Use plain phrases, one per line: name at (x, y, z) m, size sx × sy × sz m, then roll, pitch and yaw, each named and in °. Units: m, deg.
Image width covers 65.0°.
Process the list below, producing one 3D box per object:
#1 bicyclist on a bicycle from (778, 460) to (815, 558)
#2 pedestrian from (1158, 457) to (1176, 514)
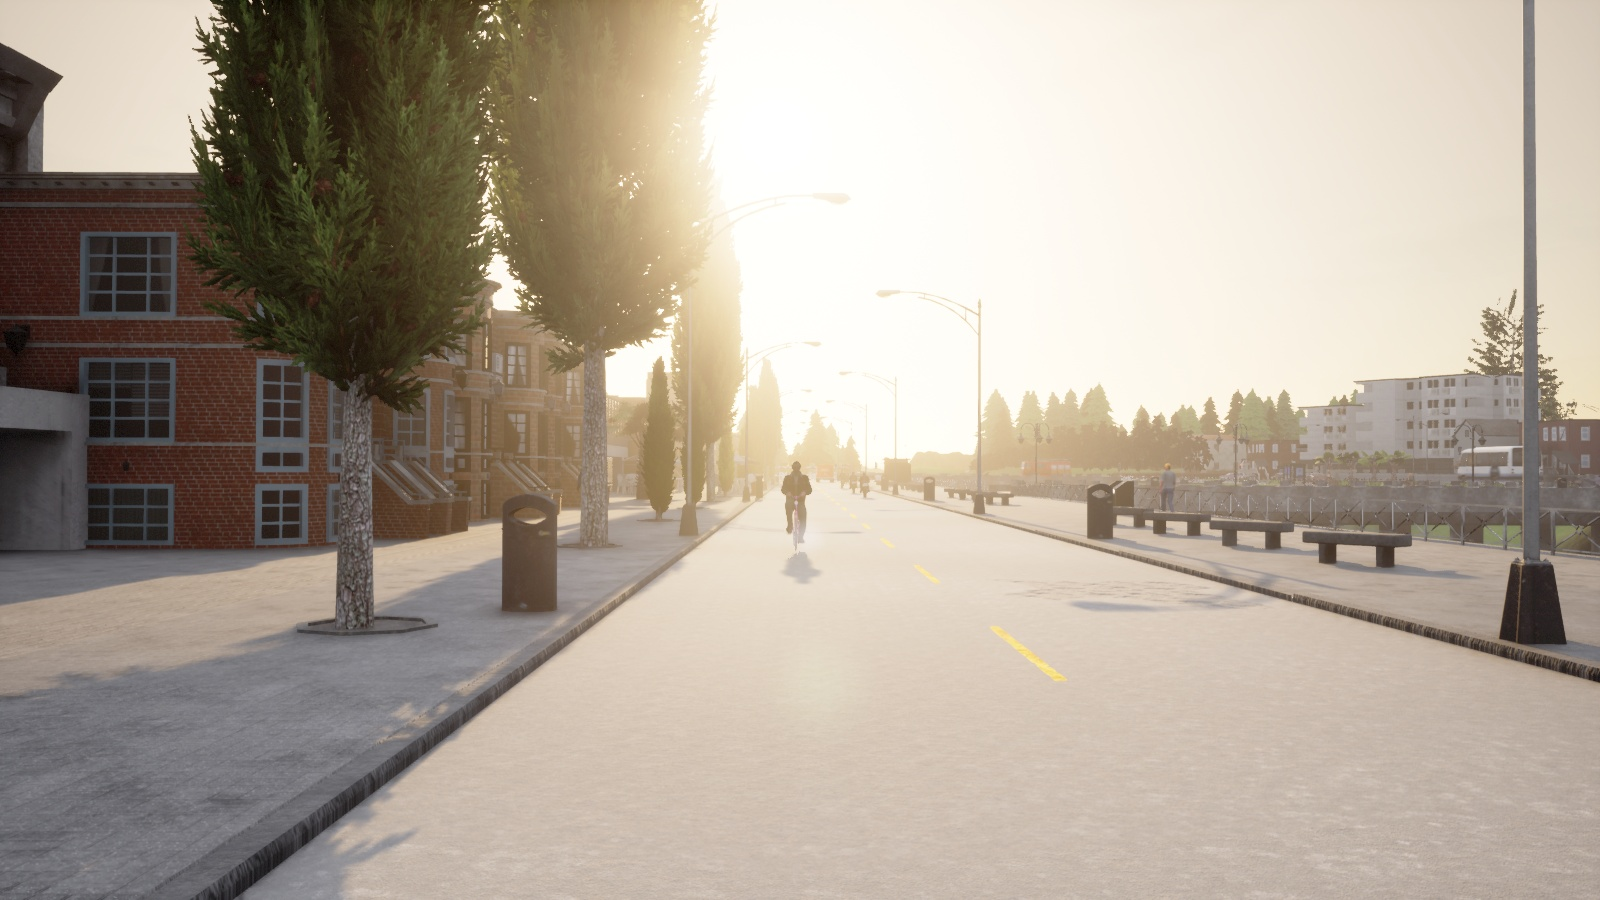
bicyclist on a bicycle at (-0.064, 1.081, 23.592) m, size 0.659 × 1.776 × 1.843 m, roll 0°, pitch -1°, yaw 0°
pedestrian at (12.102, 1.170, 41.406) m, size 0.354 × 1.836 × 0.706 m, roll 0°, pitch -1°, yaw -2°
